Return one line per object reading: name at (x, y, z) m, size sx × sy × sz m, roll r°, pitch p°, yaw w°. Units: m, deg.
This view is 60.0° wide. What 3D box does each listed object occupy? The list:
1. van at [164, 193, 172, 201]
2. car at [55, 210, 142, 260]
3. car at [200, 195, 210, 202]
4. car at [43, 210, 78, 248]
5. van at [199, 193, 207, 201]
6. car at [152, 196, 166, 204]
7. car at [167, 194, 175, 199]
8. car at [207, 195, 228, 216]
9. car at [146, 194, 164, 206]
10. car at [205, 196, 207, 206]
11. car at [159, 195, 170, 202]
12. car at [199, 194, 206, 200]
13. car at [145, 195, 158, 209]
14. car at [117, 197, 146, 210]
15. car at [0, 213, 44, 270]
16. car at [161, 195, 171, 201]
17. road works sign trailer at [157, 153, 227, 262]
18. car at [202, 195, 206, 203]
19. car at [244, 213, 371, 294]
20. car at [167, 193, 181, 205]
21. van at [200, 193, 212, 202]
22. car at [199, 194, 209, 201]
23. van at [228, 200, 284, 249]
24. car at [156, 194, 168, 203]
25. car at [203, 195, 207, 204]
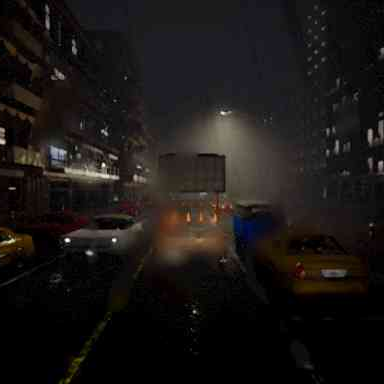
van at (-5.702, 1.097, 80.267) m, size 1.690 × 1.788 × 3.998 m, roll 0°, pitch 0°, yaw 0°
car at (-3.102, 1.552, 12.345) m, size 1.895 × 1.301 × 4.718 m, roll 0°, pitch 0°, yaw 0°
car at (2.681, 1.346, 69.214) m, size 1.947 × 1.339 × 4.313 m, roll 0°, pitch 0°, yaw 0°
car at (-5.696, 1.490, 13.946) m, size 1.887 × 1.381 × 4.507 m, roll 0°, pitch 0°, yaw 0°
van at (2.678, 1.097, 80.267) m, size 1.690 × 1.788 × 3.998 m, roll 0°, pitch 0°, yaw 0°
car at (-5.699, 1.358, 58.161) m, size 2.008 × 1.369 × 4.403 m, roll 0°, pitch 0°, yaw 0°
car at (-5.701, 1.316, 91.319) m, size 1.802 × 1.307 × 4.206 m, roll 0°, pitch 0°, yaw 0°
car at (2.682, 1.330, 30.526) m, size 1.967 × 1.590 × 4.097 m, roll 0°, pitch 0°, yaw 0°
car at (-5.700, 1.154, 47.106) m, size 2.192 × 1.841 × 5.009 m, roll 0°, pitch 0°, yaw 0°
car at (2.682, 1.397, 36.224) m, size 1.752 × 1.417 × 4.829 m, roll 0°, pitch 0°, yaw 0°
car at (-5.700, 1.346, 69.213) m, size 1.947 × 1.339 × 4.313 m, roll 0°, pitch 0°, yaw 0°
car at (2.679, 1.270, 85.963) m, size 1.752 × 1.417 × 4.829 m, roll 0°, pitch 0°, yaw 0°
car at (-5.698, 1.381, 41.411) m, size 1.752 × 1.417 × 4.829 m, roll 0°, pitch 0°, yaw 0°
car at (-5.697, 1.434, 30.527) m, size 1.887 × 1.381 × 4.507 m, roll 0°, pitch 0°, yaw 0°
car at (-5.696, 1.492, 8.251) m, size 1.752 × 1.417 × 4.829 m, roll 0°, pitch 0°, yaw 0°
car at (-5.700, 1.312, 74.740) m, size 1.887 × 1.381 × 4.507 m, roll 0°, pitch 0°, yaw 0°
road works sign trailer at (-0.002, 0.417, 11.941) m, size 2.380 × 3.560 × 2.880 m, roll 0°, pitch 0°, yaw 0°
car at (2.682, 1.421, 47.107) m, size 1.802 × 1.307 × 4.206 m, roll 0°, pitch 0°, yaw 0°
car at (2.685, 1.491, 8.591) m, size 1.752 × 1.417 × 4.829 m, roll 0°, pitch 0°, yaw 0°
car at (-3.003, 1.374, 55.839) m, size 1.837 × 1.490 × 4.892 m, roll 0°, pitch 0°, yaw 0°
van at (2.680, 1.149, 58.160) m, size 1.690 × 1.788 × 3.998 m, roll 0°, pitch 0°, yaw 0°
car at (2.679, 1.208, 74.740) m, size 1.967 × 1.590 × 4.097 m, roll 0°, pitch 0°, yaw 0°
van at (2.683, 1.287, 13.946) m, size 1.690 × 1.788 × 3.998 m, roll 0°, pitch 0°, yaw 0°
car at (-5.700, 1.234, 63.685) m, size 1.967 × 1.590 × 4.097 m, roll 0°, pitch 0°, yaw 0°
car at (2.682, 1.437, 41.581) m, size 1.802 × 1.307 × 4.206 m, roll 0°, pitch 0°, yaw 0°
